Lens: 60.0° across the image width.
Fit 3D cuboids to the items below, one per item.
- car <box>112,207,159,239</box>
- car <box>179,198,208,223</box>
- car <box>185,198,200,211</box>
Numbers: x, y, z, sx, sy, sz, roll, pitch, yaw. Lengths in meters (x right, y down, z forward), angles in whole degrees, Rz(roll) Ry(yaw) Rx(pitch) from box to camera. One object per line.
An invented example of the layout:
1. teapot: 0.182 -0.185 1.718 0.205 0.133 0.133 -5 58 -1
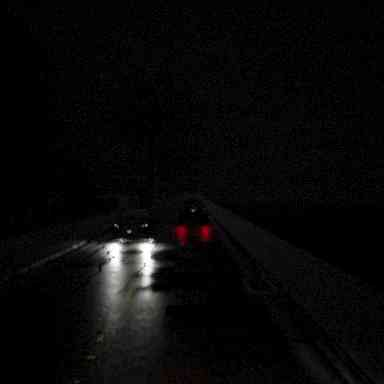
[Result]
1. car: -2.806 1.523 17.334 1.812 1.442 4.674 0 0 1
2. car: 0.091 1.349 25.557 2.097 1.767 4.553 0 0 0
3. car: 0.087 1.515 41.601 1.812 1.442 4.674 0 0 0
